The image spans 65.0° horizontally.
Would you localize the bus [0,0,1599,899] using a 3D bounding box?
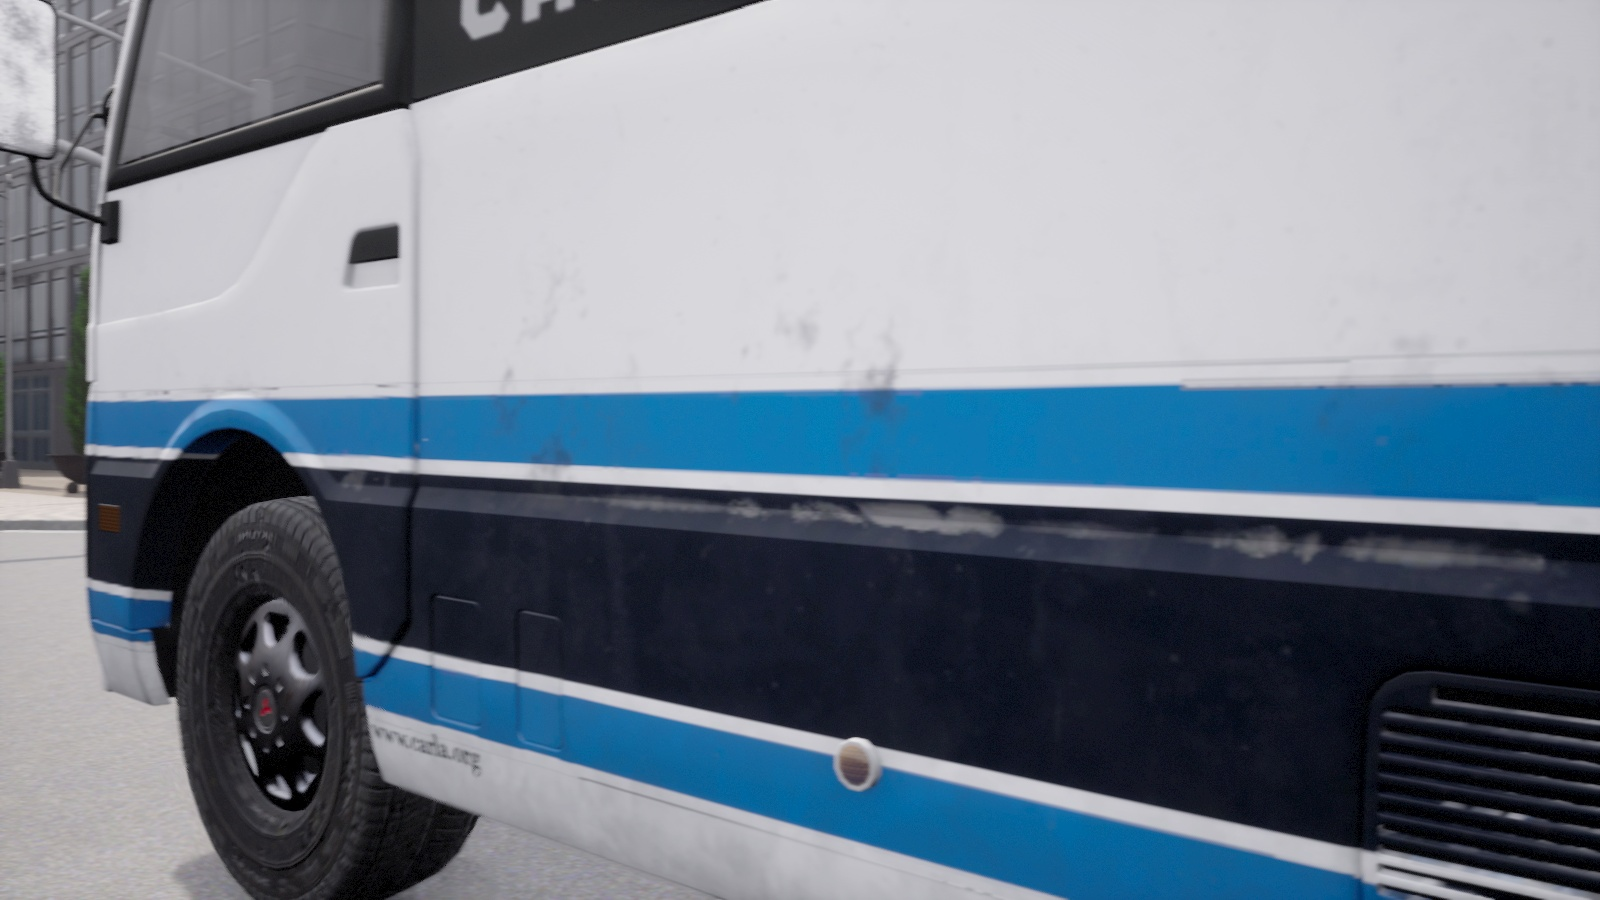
[{"bbox_3d":[1.678,-0.711,2.951,10.273,4.253,3.944,0,1,40],"label":"bus"}]
